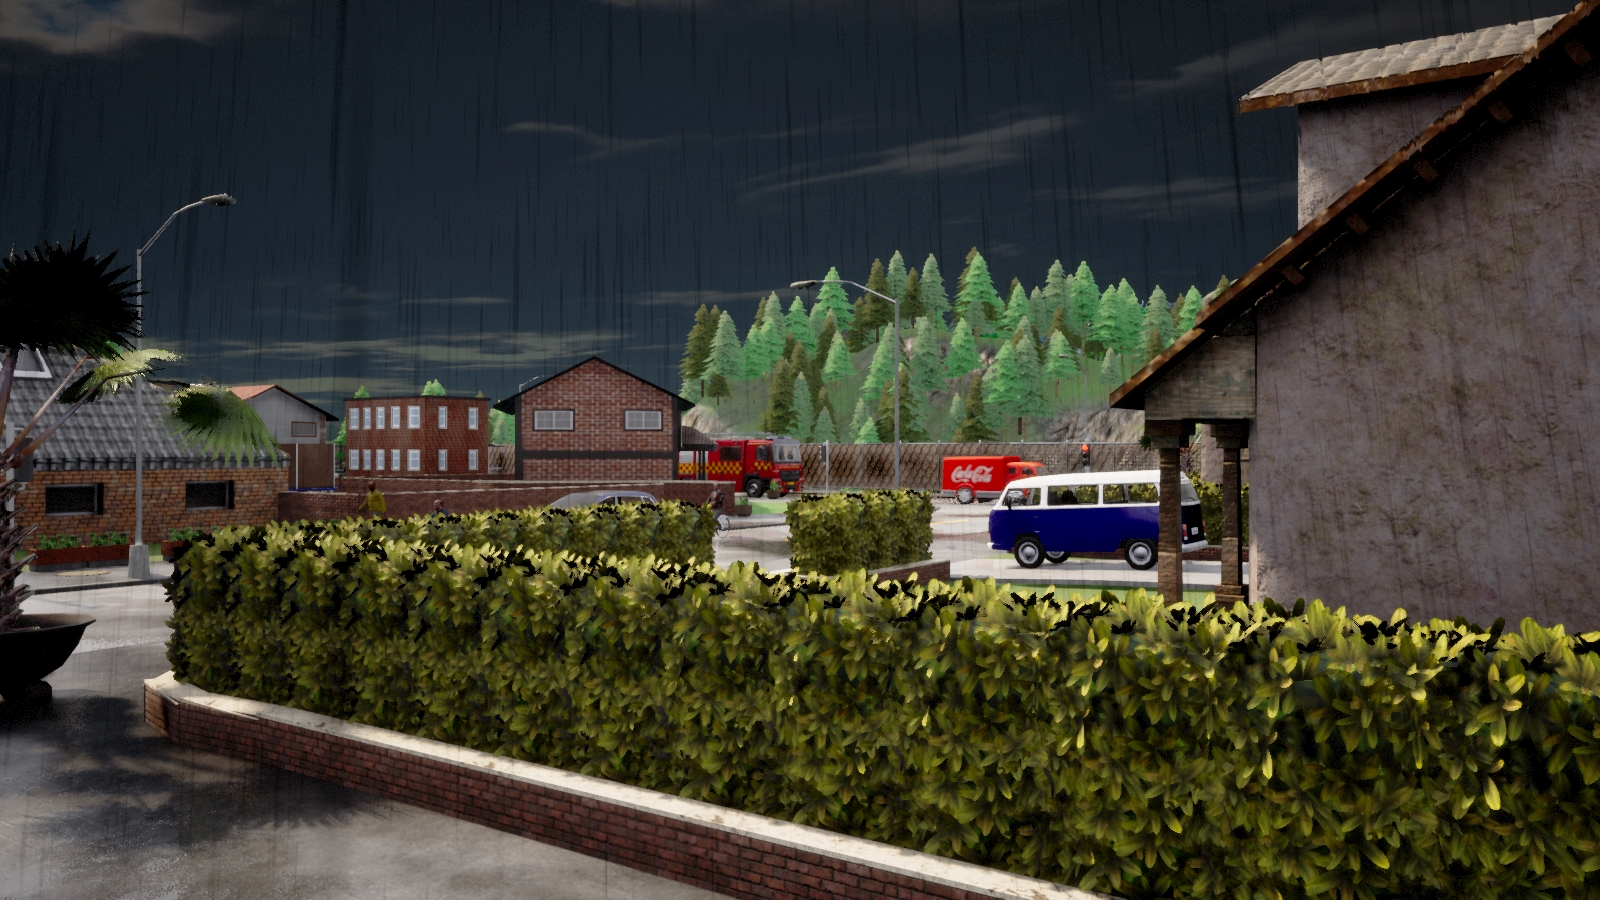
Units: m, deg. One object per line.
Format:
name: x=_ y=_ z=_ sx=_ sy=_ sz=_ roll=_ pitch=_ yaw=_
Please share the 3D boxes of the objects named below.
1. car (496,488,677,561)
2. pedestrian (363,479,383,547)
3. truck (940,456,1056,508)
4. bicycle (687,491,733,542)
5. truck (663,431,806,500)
car: x=-5.756 y=1.958 z=31.296 sx=2.242 sy=1.667 sz=4.611 roll=0 pitch=0 yaw=35
pedestrian: x=-11.799 y=1.732 z=31.573 sx=0.375 sy=1.860 sz=0.375 roll=0 pitch=0 yaw=32
truck: x=10.012 y=1.558 z=57.866 sx=5.204 sy=2.467 sz=2.627 roll=0 pitch=0 yaw=35
bicycle: x=-2.784 y=2.051 z=35.584 sx=0.329 sy=1.471 sz=1.835 roll=0 pitch=0 yaw=35
truck: x=-3.975 y=0.874 z=67.647 sx=8.468 sy=3.827 sz=2.891 roll=0 pitch=0 yaw=35
